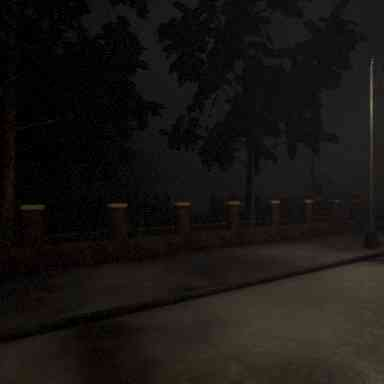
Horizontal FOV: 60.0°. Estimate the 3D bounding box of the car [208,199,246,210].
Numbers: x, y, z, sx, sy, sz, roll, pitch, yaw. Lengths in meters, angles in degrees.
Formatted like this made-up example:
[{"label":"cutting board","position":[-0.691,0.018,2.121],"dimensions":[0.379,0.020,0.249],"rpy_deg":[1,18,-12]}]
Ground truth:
[{"label":"car","position":[3.877,1.533,37.083],"dimensions":[1.882,1.535,5.008],"rpy_deg":[0,0,-35]}]
